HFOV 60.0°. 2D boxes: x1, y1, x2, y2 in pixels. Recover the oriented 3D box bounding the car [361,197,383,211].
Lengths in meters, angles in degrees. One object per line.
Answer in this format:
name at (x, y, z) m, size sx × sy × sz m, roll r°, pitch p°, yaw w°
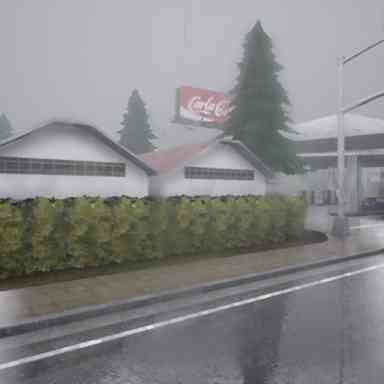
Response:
car at (22.222, 1.462, 40.273) m, size 4.611 × 1.667 × 2.242 m, roll 0°, pitch 0°, yaw -36°
